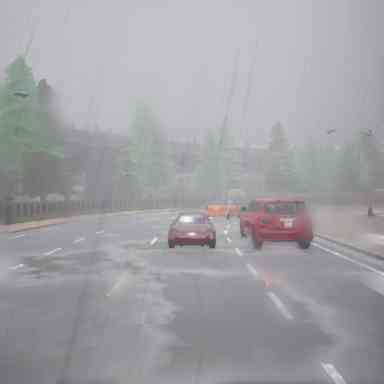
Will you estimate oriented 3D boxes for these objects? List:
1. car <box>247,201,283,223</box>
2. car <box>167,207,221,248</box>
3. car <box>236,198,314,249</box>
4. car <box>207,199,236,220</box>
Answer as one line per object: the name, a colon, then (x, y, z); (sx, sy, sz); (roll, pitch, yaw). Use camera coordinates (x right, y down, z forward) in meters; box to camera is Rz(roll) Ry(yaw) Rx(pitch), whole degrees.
car: (6.017, 1.533, 26.961); (1.812, 1.442, 4.674); (0, 0, 25)
car: (0.000, 1.572, 14.650); (1.994, 1.385, 4.181); (0, 0, 0)
car: (3.500, 1.258, 14.680); (2.150, 2.045, 5.566); (0, 0, 0)
car: (2.840, 1.366, 28.428); (2.097, 1.767, 4.553); (0, 0, 25)
